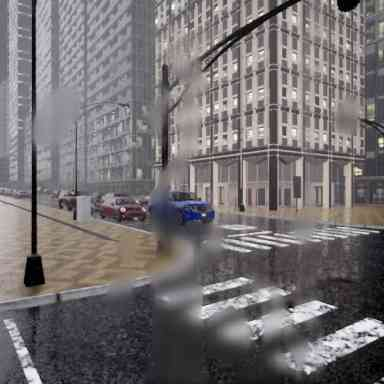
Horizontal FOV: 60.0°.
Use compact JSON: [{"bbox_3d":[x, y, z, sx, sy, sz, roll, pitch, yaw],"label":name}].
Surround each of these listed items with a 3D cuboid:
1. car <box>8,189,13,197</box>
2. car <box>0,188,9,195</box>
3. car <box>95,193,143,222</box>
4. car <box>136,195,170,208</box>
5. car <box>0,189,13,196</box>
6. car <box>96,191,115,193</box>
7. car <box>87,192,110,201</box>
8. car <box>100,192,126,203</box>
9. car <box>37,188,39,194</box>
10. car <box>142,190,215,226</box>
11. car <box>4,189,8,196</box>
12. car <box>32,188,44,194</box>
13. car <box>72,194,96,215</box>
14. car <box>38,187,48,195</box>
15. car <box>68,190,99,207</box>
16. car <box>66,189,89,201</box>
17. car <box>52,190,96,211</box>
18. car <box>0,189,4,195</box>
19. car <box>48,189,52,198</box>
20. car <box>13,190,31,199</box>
[{"bbox_3d":[-30.549,0.327,58.495,2.008,1.369,4.403,1,0,-36],"label":"car"},{"bbox_3d":[-43.511,-0.107,76.637,1.887,1.381,4.507,1,0,-36],"label":"car"},{"bbox_3d":[-4.623,1.075,22.211,1.967,1.590,4.097,1,0,-36],"label":"car"},{"bbox_3d":[-4.325,0.994,36.204,1.802,1.307,4.206,1,0,-36],"label":"car"},{"bbox_3d":[-40.271,0.021,72.102,1.947,1.339,4.313,1,0,-36],"label":"car"},{"bbox_3d":[-6.289,0.860,28.975,2.097,1.767,4.553,0,1,-36],"label":"car"},{"bbox_3d":[-14.050,0.655,49.817,1.947,1.339,4.313,1,0,-36],"label":"car"},{"bbox_3d":[-10.906,0.719,45.418,1.752,1.417,4.829,1,0,-36],"label":"car"},{"bbox_3d":[-36.735,-0.346,81.576,2.192,1.841,5.009,1,0,-36],"label":"car"},{"bbox_3d":[-0.848,0.908,21.417,2.150,2.045,5.566,0,1,-34],"label":"car"},{"bbox_3d":[-33.790,0.213,63.031,1.887,1.381,4.507,1,0,-36],"label":"car"},{"bbox_3d":[-39.983,-0.202,86.114,1.947,1.339,4.313,1,0,-36],"label":"car"},{"bbox_3d":[-7.867,1.109,26.747,1.802,1.307,4.206,1,0,-36],"label":"car"},{"bbox_3d":[-33.499,-0.009,77.039,1.887,1.381,4.507,1,0,-36],"label":"car"},{"bbox_3d":[-12.234,0.663,37.313,2.097,1.767,4.553,0,1,-36],"label":"car"},{"bbox_3d":[-17.187,0.410,49.727,2.097,1.767,4.553,0,1,-36],"label":"car"},{"bbox_3d":[-11.100,0.735,31.282,2.192,1.841,5.009,1,0,-36],"label":"car"},{"bbox_3d":[-37.030,0.112,67.566,2.008,1.369,4.403,1,0,-36],"label":"car"},{"bbox_3d":[-23.127,0.339,58.043,1.882,1.535,5.008,0,1,-36],"label":"car"},{"bbox_3d":[-27.309,0.428,53.960,1.887,1.381,4.507,1,0,-36],"label":"car"}]
